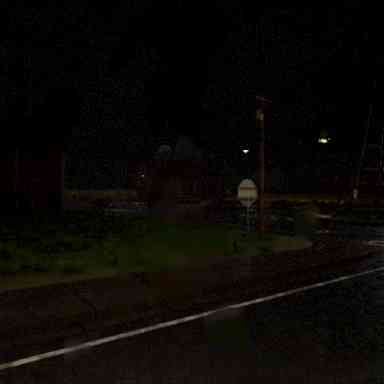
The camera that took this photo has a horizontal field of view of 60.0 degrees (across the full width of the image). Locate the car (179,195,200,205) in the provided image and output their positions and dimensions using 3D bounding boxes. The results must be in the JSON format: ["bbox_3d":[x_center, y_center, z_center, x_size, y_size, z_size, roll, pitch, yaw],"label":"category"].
[{"bbox_3d":[-0.309,1.629,66.631,4.605,1.855,1.932,1,0,-36],"label":"car"}]

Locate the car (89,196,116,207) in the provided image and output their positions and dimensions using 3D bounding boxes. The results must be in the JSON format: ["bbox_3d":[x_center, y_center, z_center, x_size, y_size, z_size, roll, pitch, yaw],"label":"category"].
[{"bbox_3d":[-12.589,1.639,48.038,2.128,1.511,4.902,1,0,-36],"label":"car"}]

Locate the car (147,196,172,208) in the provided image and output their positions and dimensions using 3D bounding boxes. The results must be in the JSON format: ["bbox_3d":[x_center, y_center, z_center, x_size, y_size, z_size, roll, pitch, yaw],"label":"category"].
[{"bbox_3d":[-4.991,1.523,50.582,3.866,1.878,1.905,1,0,-36],"label":"car"}]

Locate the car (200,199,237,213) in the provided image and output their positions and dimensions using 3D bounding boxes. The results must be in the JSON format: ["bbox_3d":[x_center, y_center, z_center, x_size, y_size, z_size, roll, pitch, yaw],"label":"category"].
[{"bbox_3d":[3.426,1.721,40.035,4.193,1.474,1.816,1,0,-36],"label":"car"}]

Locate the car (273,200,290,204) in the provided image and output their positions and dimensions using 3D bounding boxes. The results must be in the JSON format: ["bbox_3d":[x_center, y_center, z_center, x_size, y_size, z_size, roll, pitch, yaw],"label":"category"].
[{"bbox_3d":[13.105,1.842,48.592,3.905,1.438,1.784,1,0,-36],"label":"car"}]
